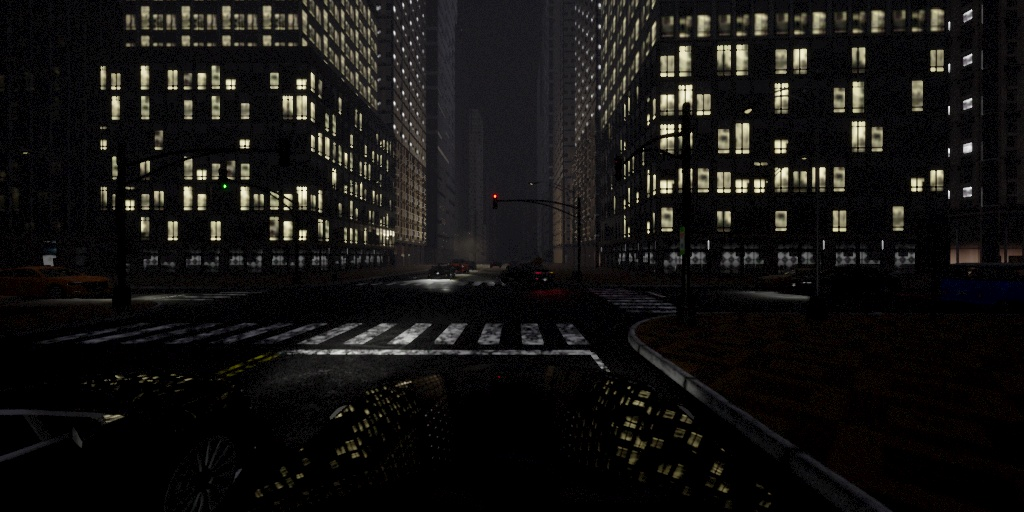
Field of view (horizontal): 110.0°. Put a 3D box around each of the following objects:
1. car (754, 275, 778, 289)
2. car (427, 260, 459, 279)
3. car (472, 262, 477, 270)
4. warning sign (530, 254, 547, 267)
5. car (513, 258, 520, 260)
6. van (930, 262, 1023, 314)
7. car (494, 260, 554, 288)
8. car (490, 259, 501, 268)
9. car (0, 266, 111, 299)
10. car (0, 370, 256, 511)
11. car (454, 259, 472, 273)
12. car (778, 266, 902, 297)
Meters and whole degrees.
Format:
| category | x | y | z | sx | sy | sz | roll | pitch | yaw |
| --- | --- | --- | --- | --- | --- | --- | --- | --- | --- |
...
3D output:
| category | x | y | z | sx | sy | sz | roll | pitch | yaw |
| --- | --- | --- | --- | --- | --- | --- | --- | --- | --- |
| car | 17.166 | 1.294 | 21.295 | 4.829 | 1.417 | 1.751 | 0 | 0 | 2 |
| car | -6.471 | 1.345 | 33.345 | 1.994 | 1.385 | 4.181 | 0 | 0 | 0 |
| car | -6.383 | 1.377 | 53.839 | 2.033 | 1.411 | 5.357 | 0 | 0 | 0 |
| warning sign | 3.011 | 0.912 | 41.340 | 1.300 | 1.860 | 1.060 | 0 | 0 | 0 |
| car | 0.307 | 1.390 | 52.847 | 1.994 | 1.385 | 4.181 | 0 | 0 | 0 |
| van | 18.403 | 1.120 | 13.118 | 3.998 | 1.789 | 1.690 | 0 | 0 | 2 |
| car | 0.940 | 1.256 | 24.282 | 2.128 | 1.511 | 4.902 | -1 | 0 | -27 |
| car | -2.896 | 1.368 | 63.777 | 1.837 | 1.490 | 4.892 | 0 | 0 | 0 |
| car | -22.322 | 1.237 | 17.166 | 5.008 | 1.535 | 1.882 | 0 | 0 | 0 |
| car | -3.154 | 1.241 | 1.148 | 2.128 | 1.511 | 4.902 | 0 | 0 | 0 |
| car | -6.430 | 1.154 | 43.342 | 2.097 | 1.767 | 4.553 | 0 | 0 | 0 |
| car | 17.194 | 1.277 | 18.695 | 4.892 | 1.490 | 1.837 | 0 | 0 | 2 |
